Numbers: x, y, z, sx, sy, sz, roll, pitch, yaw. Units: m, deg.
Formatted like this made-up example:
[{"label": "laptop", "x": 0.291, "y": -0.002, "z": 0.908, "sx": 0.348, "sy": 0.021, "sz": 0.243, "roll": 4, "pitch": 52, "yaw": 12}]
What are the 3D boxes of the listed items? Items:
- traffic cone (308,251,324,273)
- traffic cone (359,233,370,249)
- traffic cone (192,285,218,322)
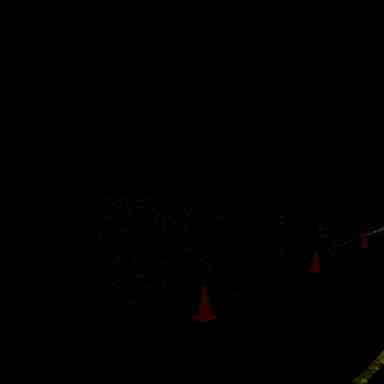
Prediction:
[{"label": "traffic cone", "x": 3.507, "y": 1.949, "z": 9.392, "sx": 0.340, "sy": 0.580, "sz": 0.340, "roll": 0, "pitch": 0, "yaw": 41}, {"label": "traffic cone", "x": 6.822, "y": 1.924, "z": 13.136, "sx": 0.340, "sy": 0.580, "sz": 0.340, "roll": 0, "pitch": 0, "yaw": 42}, {"label": "traffic cone", "x": 0.234, "y": 1.973, "z": 5.996, "sx": 0.340, "sy": 0.580, "sz": 0.340, "roll": 0, "pitch": 0, "yaw": -43}]
